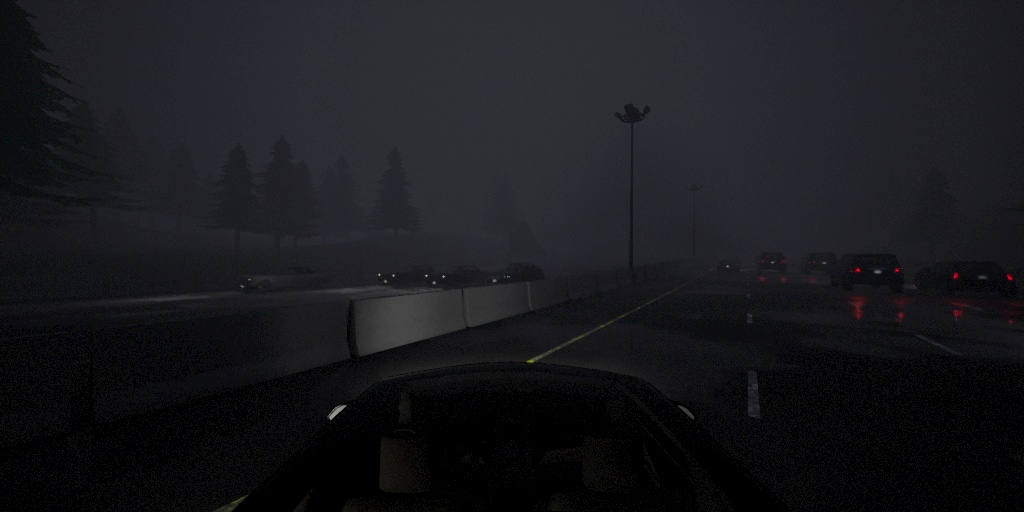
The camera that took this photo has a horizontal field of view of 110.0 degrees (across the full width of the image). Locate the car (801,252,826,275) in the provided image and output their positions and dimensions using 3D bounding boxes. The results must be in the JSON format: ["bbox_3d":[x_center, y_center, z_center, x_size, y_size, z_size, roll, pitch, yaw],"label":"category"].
[{"bbox_3d":[27.602,0.635,32.242,2.150,2.045,5.566,0,1,33],"label":"car"}]

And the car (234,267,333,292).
[{"bbox_3d":[-13.342,1.326,21.190,1.895,1.301,4.718,0,0,33],"label":"car"}]

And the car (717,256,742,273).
[{"bbox_3d":[22.282,0.956,36.898,1.994,1.385,4.181,0,1,33],"label":"car"}]

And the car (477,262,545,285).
[{"bbox_3d":[0.322,1.177,22.880,2.128,1.511,4.902,0,0,33],"label":"car"}]

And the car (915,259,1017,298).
[{"bbox_3d":[22.452,0.978,17.985,2.097,1.767,4.553,0,1,33],"label":"car"}]

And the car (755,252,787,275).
[{"bbox_3d":[24.826,0.628,34.391,2.150,2.045,5.566,0,1,33],"label":"car"}]

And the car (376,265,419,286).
[{"bbox_3d":[-6.858,1.298,24.700,1.895,1.301,4.718,0,0,33],"label":"car"}]

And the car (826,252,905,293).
[{"bbox_3d":[19.584,0.845,19.994,2.150,2.045,5.566,0,1,33],"label":"car"}]

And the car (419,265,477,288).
[{"bbox_3d":[-3.485,1.295,23.461,1.895,1.301,4.718,0,0,33],"label":"car"}]
